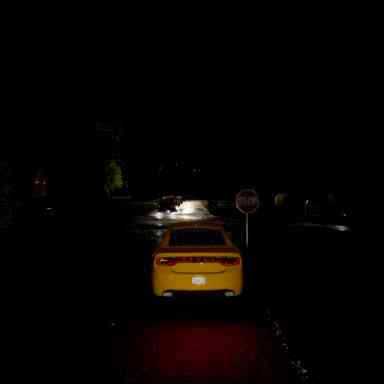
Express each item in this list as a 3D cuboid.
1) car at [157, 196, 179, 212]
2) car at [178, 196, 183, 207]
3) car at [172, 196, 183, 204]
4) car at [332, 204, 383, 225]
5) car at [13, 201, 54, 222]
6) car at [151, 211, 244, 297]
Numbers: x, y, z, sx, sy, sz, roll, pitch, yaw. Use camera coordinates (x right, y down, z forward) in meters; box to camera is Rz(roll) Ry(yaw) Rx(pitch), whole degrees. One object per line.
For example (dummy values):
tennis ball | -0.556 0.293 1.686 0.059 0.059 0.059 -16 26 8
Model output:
car | -2.817 1.526 38.113 1.812 1.442 4.674 0 0 1
car | -2.768 1.523 51.285 1.812 1.442 4.674 0 0 0
car | -2.721 1.472 63.713 1.882 1.535 5.008 0 0 1
car | 12.998 1.634 24.599 5.008 1.535 1.882 1 -1 0
car | -12.778 1.396 24.400 4.902 1.511 2.128 1 0 -5
car | 0.077 1.479 8.606 1.882 1.535 5.008 0 0 -1
